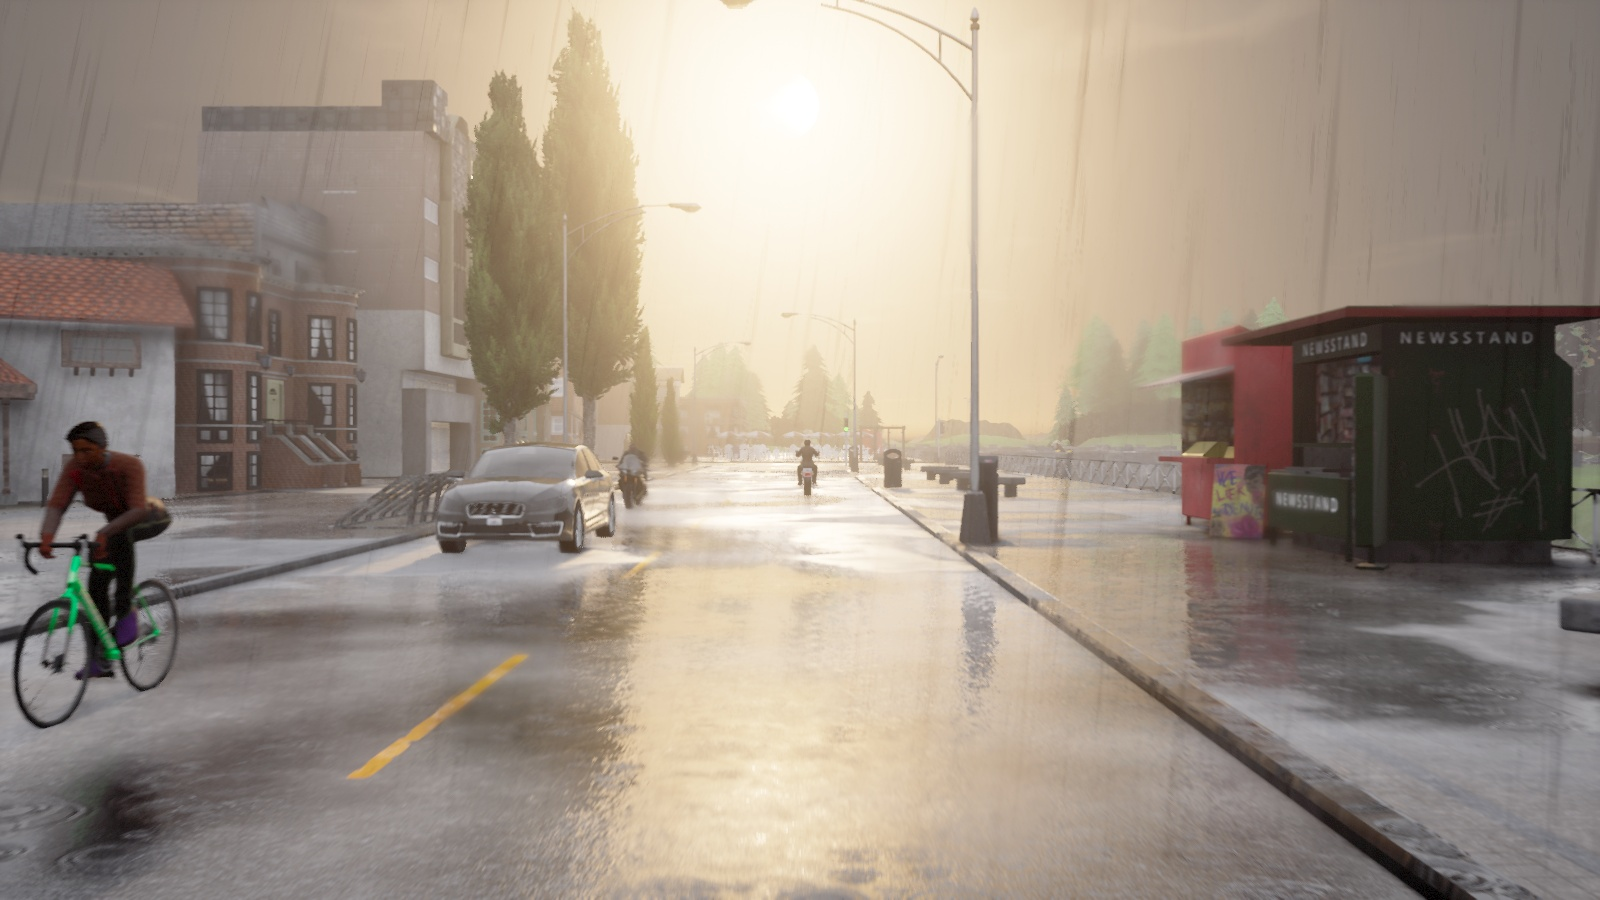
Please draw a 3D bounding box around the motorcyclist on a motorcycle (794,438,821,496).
[{"bbox_3d":[0.220,0.489,36.908,0.766,1.649,2.350,0,0,0],"label":"motorcyclist on a motorcycle"}]

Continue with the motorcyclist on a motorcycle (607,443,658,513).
[{"bbox_3d":[-3.826,0.616,28.839,0.866,1.530,2.191,0,0,0],"label":"motorcyclist on a motorcycle"}]

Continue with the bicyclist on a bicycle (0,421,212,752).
[{"bbox_3d":[-3.945,0.657,6.965,0.582,1.620,1.656,0,1,0],"label":"bicyclist on a bicycle"}]

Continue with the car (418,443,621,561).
[{"bbox_3d":[-3.883,0.645,18.279,1.837,1.490,4.892,0,0,0],"label":"car"}]
